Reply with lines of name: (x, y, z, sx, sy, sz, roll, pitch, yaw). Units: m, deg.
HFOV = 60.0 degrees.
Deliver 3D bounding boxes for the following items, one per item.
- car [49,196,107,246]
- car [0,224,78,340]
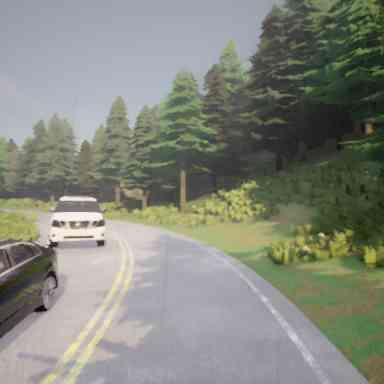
car: (-5.265, 1.226, 15.386, 2.150, 2.045, 5.566, 1, 0, -20)
car: (-3.533, 1.514, 4.909, 2.128, 1.511, 4.902, 0, 0, -3)
